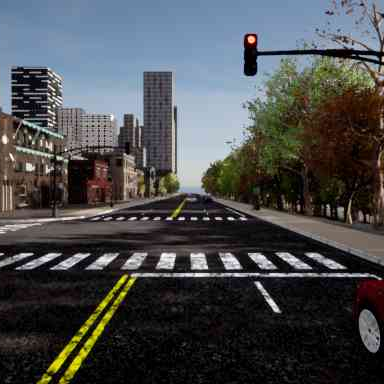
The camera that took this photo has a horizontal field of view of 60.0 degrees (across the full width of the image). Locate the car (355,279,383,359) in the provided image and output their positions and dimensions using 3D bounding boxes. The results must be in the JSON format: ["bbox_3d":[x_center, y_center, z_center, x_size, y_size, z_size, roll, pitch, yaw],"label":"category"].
[{"bbox_3d":[3.343,1.477,2.940,1.882,1.535,5.008,0,0,0],"label":"car"}]

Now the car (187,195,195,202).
[{"bbox_3d":[-0.178,1.468,77.360,1.837,1.490,4.892,0,0,0],"label":"car"}]

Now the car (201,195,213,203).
[{"bbox_3d":[3.196,1.522,65.807,2.033,1.411,5.357,0,0,0],"label":"car"}]

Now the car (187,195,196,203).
[{"bbox_3d":[-0.055,1.575,67.321,1.895,1.301,4.718,0,0,0],"label":"car"}]

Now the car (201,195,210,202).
[{"bbox_3d":[3.076,1.469,76.301,1.837,1.490,4.892,0,0,0],"label":"car"}]
